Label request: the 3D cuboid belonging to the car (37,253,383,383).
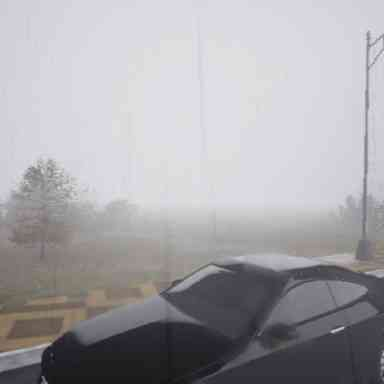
[{"bbox_3d":[0.755,1.535,3.901,4.674,1.442,1.812,1,0,-32],"label":"car"}]
